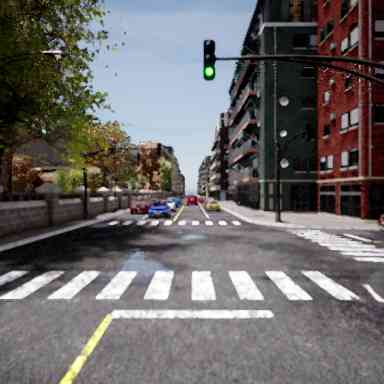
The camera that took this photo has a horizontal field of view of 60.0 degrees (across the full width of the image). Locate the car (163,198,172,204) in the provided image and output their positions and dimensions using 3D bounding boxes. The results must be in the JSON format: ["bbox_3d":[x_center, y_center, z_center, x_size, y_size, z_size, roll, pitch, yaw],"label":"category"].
[{"bbox_3d":[-5.649,1.968,76.424,1.802,1.307,4.206,0,0,0],"label":"car"}]

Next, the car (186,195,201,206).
[{"bbox_3d":[0.037,1.535,63.023,2.150,2.045,5.566,0,0,0],"label":"car"}]

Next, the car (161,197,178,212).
[{"bbox_3d":[-3.084,1.727,41.801,1.812,1.442,4.674,0,0,1],"label":"car"}]

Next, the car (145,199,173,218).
[{"bbox_3d":[-3.081,1.677,32.077,1.812,1.442,4.674,0,0,0],"label":"car"}]

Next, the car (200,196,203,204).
[{"bbox_3d":[2.719,1.817,54.280,2.008,1.369,4.403,0,0,0],"label":"car"}]

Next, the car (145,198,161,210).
[{"bbox_3d":[-5.665,1.677,48.749,1.967,1.590,4.097,0,0,0],"label":"car"}]

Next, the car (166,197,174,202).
[{"bbox_3d":[-5.643,1.973,87.324,1.752,1.417,4.829,0,0,0],"label":"car"}]

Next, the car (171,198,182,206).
[{"bbox_3d":[-2.968,1.886,64.440,1.994,1.385,4.181,0,0,0],"label":"car"}]

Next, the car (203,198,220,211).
[{"bbox_3d":[2.713,1.734,43.380,1.752,1.417,4.829,0,0,0],"label":"car"}]

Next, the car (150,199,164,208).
[{"bbox_3d":[-5.662,1.811,54.284,1.887,1.381,4.507,0,0,0],"label":"car"}]

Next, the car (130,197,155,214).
[{"bbox_3d":[-5.672,1.495,37.680,2.192,1.841,5.009,0,0,0],"label":"car"}]

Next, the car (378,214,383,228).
[{"bbox_3d":[14.628,1.687,21.094,5.009,1.841,2.192,1,-1,0],"label":"car"}]

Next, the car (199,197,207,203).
[{"bbox_3d":[2.734,1.962,81.955,1.887,1.381,4.507,0,0,0],"label":"car"}]

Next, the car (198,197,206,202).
[{"bbox_3d":[2.740,2.047,93.026,1.947,1.339,4.313,0,0,0],"label":"car"}]

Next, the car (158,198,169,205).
[{"bbox_3d":[-5.656,1.908,65.354,1.802,1.307,4.206,0,0,0],"label":"car"}]

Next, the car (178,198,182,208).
[{"bbox_3d":[-3.050,1.733,52.106,1.882,1.535,5.008,0,0,0],"label":"car"}]

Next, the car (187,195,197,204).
[{"bbox_3d":[0.043,1.637,73.383,2.097,1.767,4.553,0,0,0],"label":"car"}]

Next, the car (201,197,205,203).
[{"bbox_3d":[2.716,1.782,48.744,1.887,1.381,4.507,0,0,0],"label":"car"}]
